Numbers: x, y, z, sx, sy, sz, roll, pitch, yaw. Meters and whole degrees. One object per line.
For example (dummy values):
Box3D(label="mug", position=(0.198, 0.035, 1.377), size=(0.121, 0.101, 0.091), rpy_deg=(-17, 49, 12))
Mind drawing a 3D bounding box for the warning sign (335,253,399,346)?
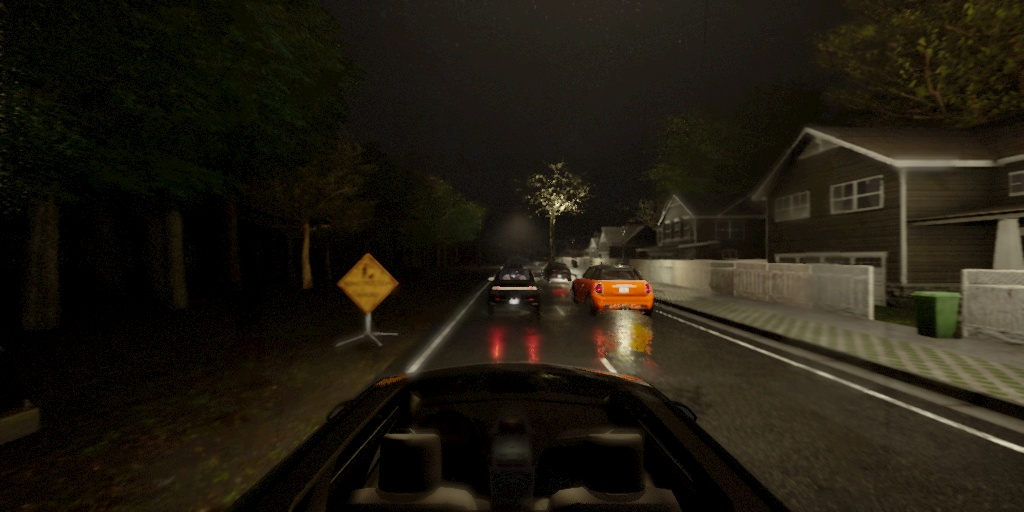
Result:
Box3D(label="warning sign", position=(-3.047, 0.866, 7.627), size=(1.300, 1.860, 1.060), rpy_deg=(0, 0, 0))

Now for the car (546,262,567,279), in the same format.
Box3D(label="car", position=(3.597, 1.246, 29.118), size=(1.837, 1.490, 4.892), rpy_deg=(0, 0, 0))

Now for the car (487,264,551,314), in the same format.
Box3D(label="car", position=(0.090, 1.241, 13.795), size=(2.128, 1.511, 4.902), rpy_deg=(0, 0, 0))

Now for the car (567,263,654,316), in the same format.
Box3D(label="car", position=(3.589, 1.103, 13.593), size=(2.097, 1.767, 4.553), rpy_deg=(0, 0, 0))

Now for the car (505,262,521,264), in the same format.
Box3D(label="car", position=(0.097, 1.247, 29.119), size=(1.837, 1.490, 4.892), rpy_deg=(0, 0, 0))
